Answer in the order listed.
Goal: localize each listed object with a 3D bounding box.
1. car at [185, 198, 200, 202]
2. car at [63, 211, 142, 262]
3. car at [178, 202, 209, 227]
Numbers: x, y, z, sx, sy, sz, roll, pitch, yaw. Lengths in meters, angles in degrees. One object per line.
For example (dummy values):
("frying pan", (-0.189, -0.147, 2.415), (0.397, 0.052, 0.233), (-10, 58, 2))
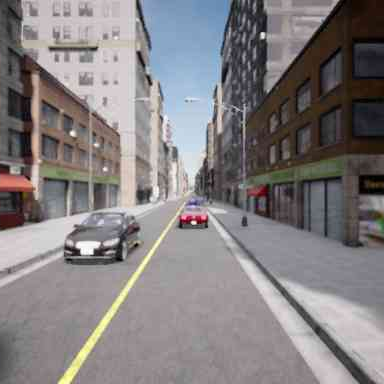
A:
("car", (0.116, 1.545, 43.369), (1.812, 1.442, 4.674), (0, 0, 0))
("car", (-3.035, 1.472, 12.148), (2.128, 1.511, 4.902), (0, 0, 1))
("car", (0.108, 1.583, 22.362), (1.895, 1.301, 4.718), (0, 0, 0))
